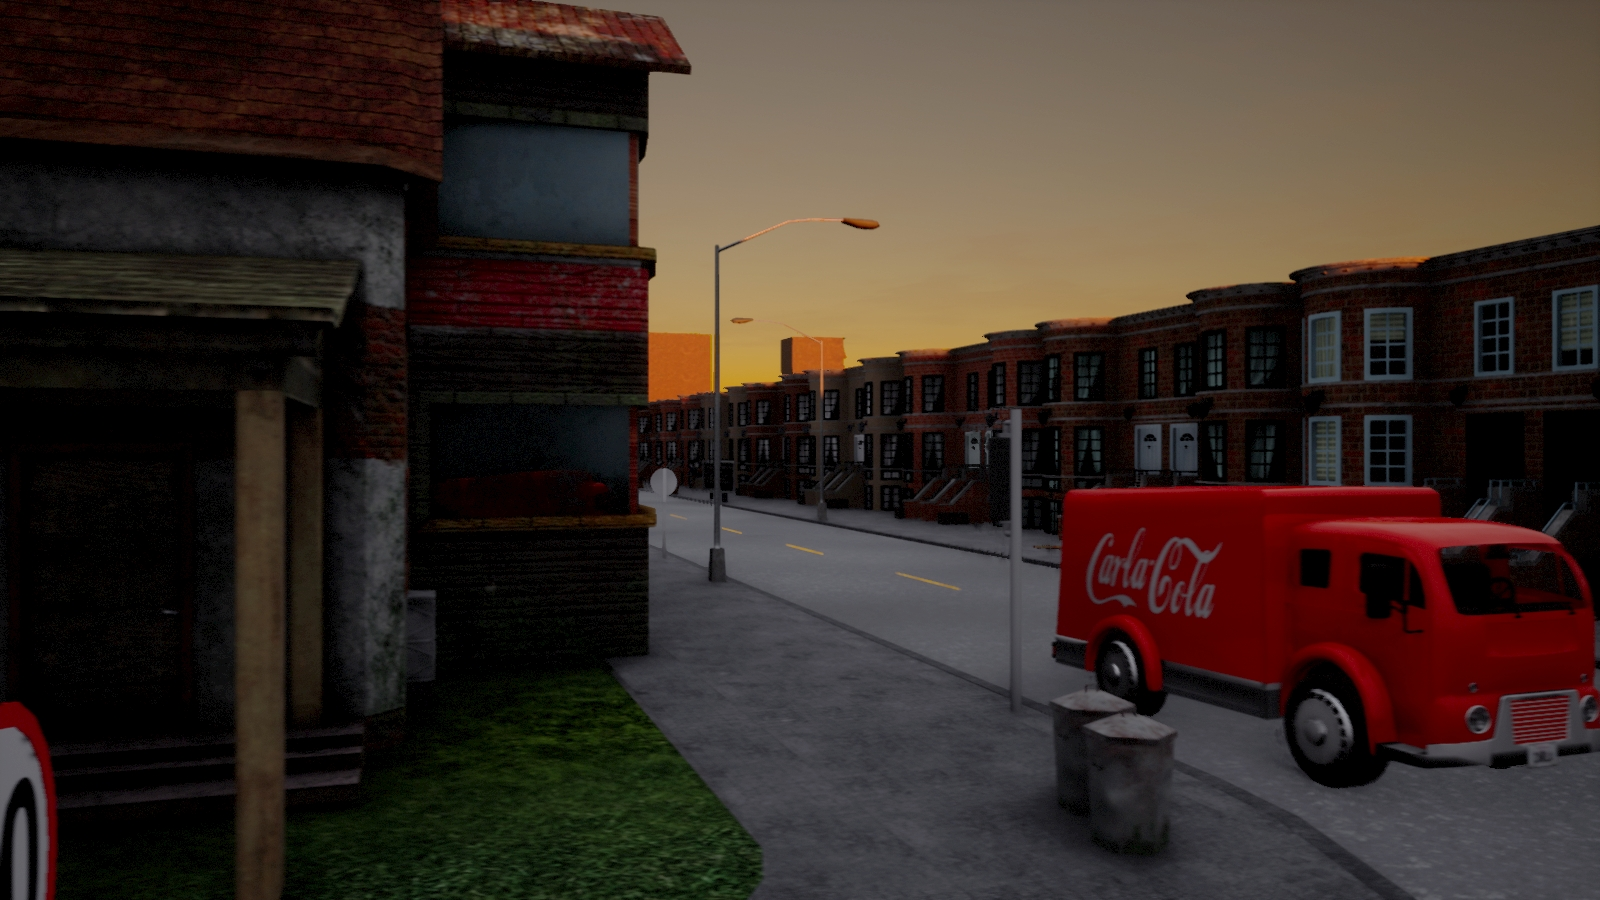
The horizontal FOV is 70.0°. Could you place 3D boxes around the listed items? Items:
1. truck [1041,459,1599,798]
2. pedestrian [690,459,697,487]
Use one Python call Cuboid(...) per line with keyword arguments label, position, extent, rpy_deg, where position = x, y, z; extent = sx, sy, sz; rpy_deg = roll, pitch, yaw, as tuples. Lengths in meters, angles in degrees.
Cuboid(label="truck", position=(4.889, 1.369, 11.249), extent=(2.627, 2.467, 5.204), rpy_deg=(0, -1, -19))
Cuboid(label="pedestrian", position=(-7.104, 1.528, 76.329), extent=(0.375, 1.860, 0.375), rpy_deg=(0, 0, -22))
